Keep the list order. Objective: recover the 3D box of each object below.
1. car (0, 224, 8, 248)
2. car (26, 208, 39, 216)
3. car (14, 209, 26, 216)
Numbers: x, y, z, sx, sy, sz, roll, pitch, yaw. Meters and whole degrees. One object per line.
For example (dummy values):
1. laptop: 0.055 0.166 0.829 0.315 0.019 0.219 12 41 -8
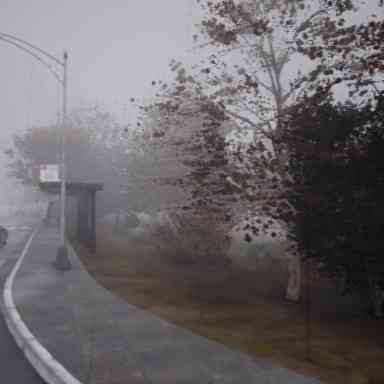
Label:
1. car: -10.782 2.218 17.229 2.033 1.411 5.357 1 -3 -23
2. car: -37.797 4.898 79.230 1.882 1.535 5.008 1 -2 -23
3. car: -40.548 4.889 78.032 2.128 1.511 4.902 1 -2 -23
